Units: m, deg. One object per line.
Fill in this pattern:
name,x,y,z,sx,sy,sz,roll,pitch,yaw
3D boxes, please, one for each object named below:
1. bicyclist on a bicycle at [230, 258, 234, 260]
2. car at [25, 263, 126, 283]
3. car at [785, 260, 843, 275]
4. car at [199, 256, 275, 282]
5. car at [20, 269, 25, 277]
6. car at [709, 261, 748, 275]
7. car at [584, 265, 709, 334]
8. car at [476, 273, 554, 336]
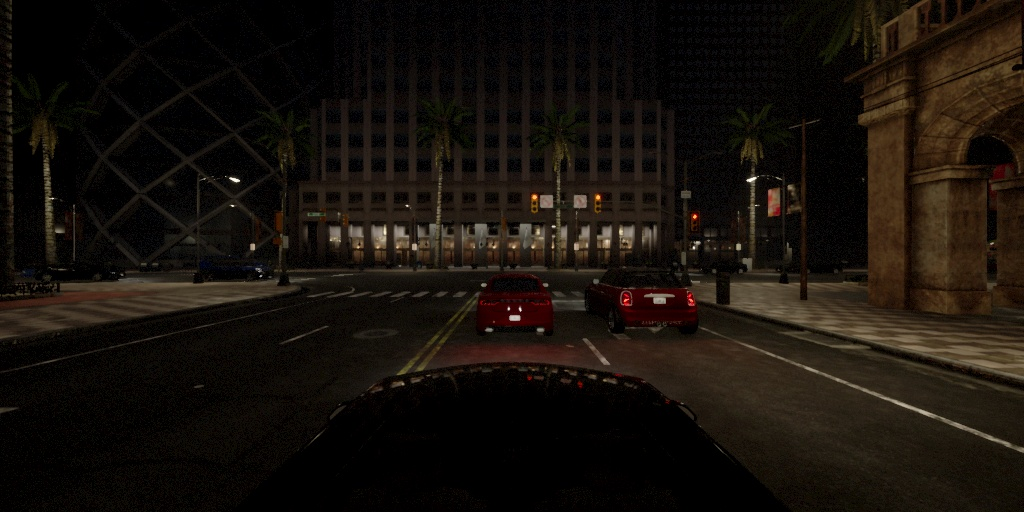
bicyclist on a bicycle,-35.748,1.050,45.712,0.582,1.620,1.656,0,0,-12
car,-33.060,1.257,27.571,4.892,1.490,1.837,-1,0,-17
car,33.286,1.228,39.347,5.008,1.535,1.882,0,0,0
car,-21.588,1.102,28.609,4.553,1.767,2.097,0,0,-1
car,-36.818,1.298,30.075,5.357,1.411,2.033,0,0,-21
car,23.171,1.255,39.380,4.892,1.490,1.837,0,0,0
car,3.582,1.102,10.796,2.097,1.767,4.553,0,0,0
car,0.080,1.228,10.455,1.882,1.535,5.008,0,0,0
